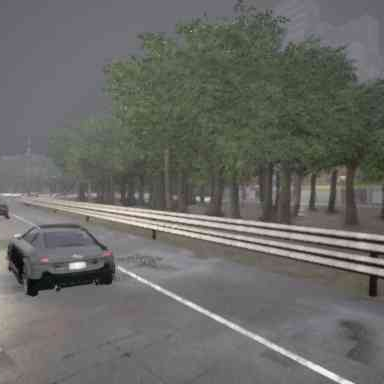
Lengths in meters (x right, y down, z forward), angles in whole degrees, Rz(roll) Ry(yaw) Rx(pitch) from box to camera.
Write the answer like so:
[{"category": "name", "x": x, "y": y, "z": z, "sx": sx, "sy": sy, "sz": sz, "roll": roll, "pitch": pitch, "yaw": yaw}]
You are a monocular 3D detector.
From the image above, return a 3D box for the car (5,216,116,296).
[{"category": "car", "x": -3.572, "y": 1.532, "z": 8.771, "sx": 1.994, "sy": 1.385, "sz": 4.181, "roll": 1, "pitch": 0, "yaw": -34}]

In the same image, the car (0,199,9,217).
[{"category": "car", "x": -15.984, "y": 1.333, "z": 26.873, "sx": 1.837, "sy": 1.490, "sz": 4.892, "roll": 1, "pitch": 0, "yaw": -34}]
